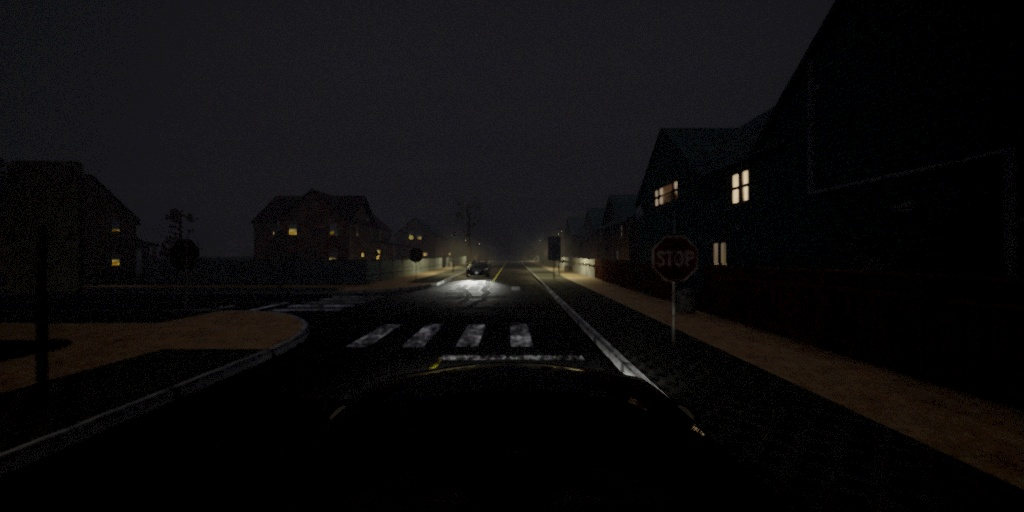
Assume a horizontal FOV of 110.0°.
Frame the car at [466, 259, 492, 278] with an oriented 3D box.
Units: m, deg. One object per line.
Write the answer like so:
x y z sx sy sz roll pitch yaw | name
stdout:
-2.733 1.017 30.213 2.128 1.511 4.902 0 1 0 | car
